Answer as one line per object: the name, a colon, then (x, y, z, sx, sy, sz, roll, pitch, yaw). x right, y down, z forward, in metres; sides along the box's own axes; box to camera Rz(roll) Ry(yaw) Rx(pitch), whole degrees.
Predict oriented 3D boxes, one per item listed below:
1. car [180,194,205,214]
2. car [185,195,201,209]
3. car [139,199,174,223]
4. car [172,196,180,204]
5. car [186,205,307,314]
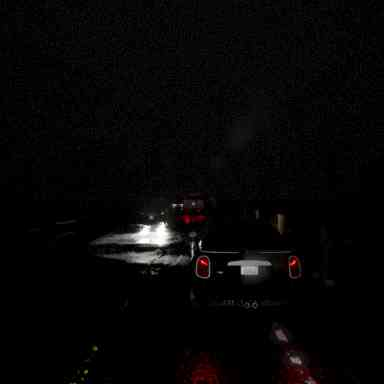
car: (0.167, 1.226, 35.822, 2.150, 2.045, 5.566, 0, 0, 0)
car: (0.133, 1.364, 46.319, 2.097, 1.767, 4.553, 0, 0, 0)
car: (-2.785, 1.491, 25.311, 2.128, 1.511, 4.902, 0, 0, 0)
car: (-2.586, 1.532, 63.341, 1.837, 1.490, 4.892, 0, 0, 0)
car: (0.981, 1.349, 7.760, 2.097, 1.767, 4.553, 0, 0, 0)
